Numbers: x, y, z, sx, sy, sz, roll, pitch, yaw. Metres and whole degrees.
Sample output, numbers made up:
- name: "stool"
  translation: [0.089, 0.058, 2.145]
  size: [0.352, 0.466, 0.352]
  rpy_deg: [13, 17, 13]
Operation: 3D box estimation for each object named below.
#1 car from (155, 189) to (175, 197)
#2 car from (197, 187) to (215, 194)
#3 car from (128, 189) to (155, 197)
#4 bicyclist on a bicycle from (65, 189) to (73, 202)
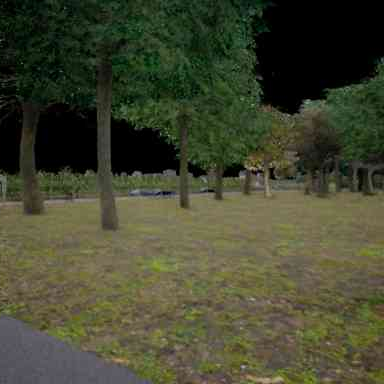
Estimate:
- name: "car"
  translation: [-5.122, 0.125, 58.519]
  size: [1.895, 1.301, 4.718]
  rpy_deg: [0, 1, 36]
- name: "car"
  translation: [3.086, -0.330, 70.071]
  size: [1.895, 1.301, 4.718]
  rpy_deg: [0, 1, 35]
- name: "car"
  translation: [-9.105, 0.154, 57.812]
  size: [1.994, 1.385, 4.181]
  rpy_deg: [0, 1, 36]
- name: "bicyclist on a bicycle"
  translation: [-14.696, 0.423, 39.689]
  size: [1.656, 1.620, 0.582]
  rpy_deg: [1, 1, 35]
